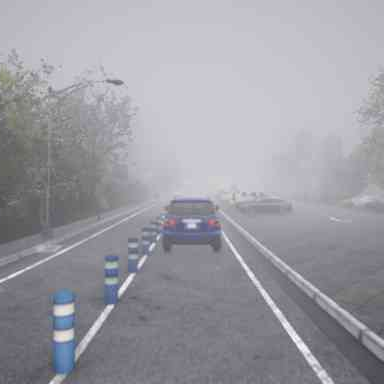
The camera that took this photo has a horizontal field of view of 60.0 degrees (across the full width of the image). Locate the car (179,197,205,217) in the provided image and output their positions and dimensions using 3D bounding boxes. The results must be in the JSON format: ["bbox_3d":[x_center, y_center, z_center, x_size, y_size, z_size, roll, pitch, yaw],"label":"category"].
[{"bbox_3d":[-0.009,1.239,29.058,2.033,1.411,5.357,0,1,0],"label":"car"}]

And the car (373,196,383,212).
[{"bbox_3d":[19.902,1.118,30.798,4.553,1.767,2.185,0,1,0],"label":"car"}]

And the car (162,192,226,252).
[{"bbox_3d":[-0.003,1.187,14.049,2.150,2.045,5.566,0,1,0],"label":"car"}]

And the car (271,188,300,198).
[{"bbox_3d":[20.176,0.177,72.205,5.566,2.045,2.435,0,1,0],"label":"car"}]

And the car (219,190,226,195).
[{"bbox_3d":[6.717,0.924,44.661,5.366,1.575,1.946,0,1,0],"label":"car"}]

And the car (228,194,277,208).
[{"bbox_3d":[7.043,1.054,39.107,5.366,1.575,1.946,0,1,0],"label":"car"}]

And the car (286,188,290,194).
[{"bbox_3d":[20.120,0.591,61.130,5.008,1.535,2.097,0,1,0],"label":"car"}]

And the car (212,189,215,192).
[{"bbox_3d":[7.052,0.544,66.854,4.792,1.488,2.163,0,1,0],"label":"car"}]

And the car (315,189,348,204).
[{"bbox_3d":[20.010,0.670,44.516,5.566,2.045,2.435,0,1,0],"label":"car"}]

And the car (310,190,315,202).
[{"bbox_3d":[19.975,0.886,47.292,4.792,1.488,2.163,0,1,0],"label":"car"}]

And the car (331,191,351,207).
[{"bbox_3d":[19.751,1.048,38.986,5.366,1.575,1.946,0,1,0],"label":"car"}]

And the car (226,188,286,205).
[{"bbox_3d":[6.863,0.870,36.327,5.566,2.045,2.435,0,1,0],"label":"car"}]

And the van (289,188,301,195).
[{"bbox_3d":[19.984,0.410,58.342,4.442,1.987,1.878,0,1,0],"label":"van"}]

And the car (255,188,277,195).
[{"bbox_3d":[20.333,-0.110,91.719,5.566,2.045,2.435,0,1,0],"label":"car"}]

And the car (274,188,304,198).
[{"bbox_3d":[20.154,0.218,69.435,5.566,2.045,2.435,0,1,0],"label":"car"}]

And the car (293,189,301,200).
[{"bbox_3d":[20.100,0.711,55.593,4.792,1.488,2.163,0,1,0],"label":"car"}]

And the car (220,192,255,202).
[{"bbox_3d":[7.155,0.737,52.981,5.366,1.575,1.946,0,1,0],"label":"car"}]

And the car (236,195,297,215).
[{"bbox_3d":[6.761,1.281,30.784,4.792,1.488,2.163,0,1,0],"label":"car"}]

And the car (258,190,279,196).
[{"bbox_3d":[20.333,0.184,88.828,5.008,1.535,2.097,0,1,0],"label":"car"}]

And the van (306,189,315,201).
[{"bbox_3d":[20.143,0.566,50.178,4.442,1.987,1.878,0,1,0],"label":"van"}]

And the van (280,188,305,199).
[{"bbox_3d":[20.043,0.284,66.667,4.442,1.987,1.878,0,1,0],"label":"van"}]

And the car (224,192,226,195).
[{"bbox_3d":[6.886,0.993,41.884,4.892,1.521,2.231,0,1,0],"label":"car"}]

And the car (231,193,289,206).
[{"bbox_3d":[6.818,1.187,33.558,5.008,1.535,2.097,0,1,0],"label":"car"}]

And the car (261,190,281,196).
[{"bbox_3d":[20.314,0.265,86.058,4.674,1.452,2.002,0,1,0],"label":"car"}]

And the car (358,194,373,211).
[{"bbox_3d":[19.863,1.211,33.447,4.792,1.488,2.163,0,1,0],"label":"car"}]

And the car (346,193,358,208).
[{"bbox_3d":[19.911,1.156,36.216,4.674,1.452,2.002,0,1,0],"label":"car"}]

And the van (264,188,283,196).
[{"bbox_3d":[20.411,0.038,83.409,4.442,1.987,1.878,0,1,0],"label":"van"}]

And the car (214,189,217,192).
[{"bbox_3d":[7.066,0.626,61.302,4.792,1.488,2.163,0,1,0],"label":"car"}]

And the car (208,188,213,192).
[{"bbox_3d":[6.963,0.389,75.183,5.366,1.575,1.946,0,1,0],"label":"car"}]

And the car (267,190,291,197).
[{"bbox_3d":[20.244,0.347,77.749,5.008,1.535,2.097,0,1,0],"label":"car"}]

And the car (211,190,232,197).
[{"bbox_3d":[7.187,0.311,80.732,4.892,1.521,2.231,0,1,0],"label":"car"}]

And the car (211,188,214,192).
[{"bbox_3d":[7.097,0.462,72.406,4.792,1.488,2.163,0,1,0],"label":"car"}]

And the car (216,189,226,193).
[{"bbox_3d":[6.762,0.793,50.332,5.366,1.575,1.946,0,1,0],"label":"car"}]

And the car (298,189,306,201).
[{"bbox_3d":[20.078,0.762,52.955,4.792,1.488,2.163,0,1,0],"label":"car"}]

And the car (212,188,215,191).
[{"bbox_3d":[7.074,0.503,69.630,4.792,1.488,2.163,0,1,0],"label":"car"}]

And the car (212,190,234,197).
[{"bbox_3d":[7.177,0.352,77.957,4.892,1.521,2.231,0,1,0],"label":"car"}]
